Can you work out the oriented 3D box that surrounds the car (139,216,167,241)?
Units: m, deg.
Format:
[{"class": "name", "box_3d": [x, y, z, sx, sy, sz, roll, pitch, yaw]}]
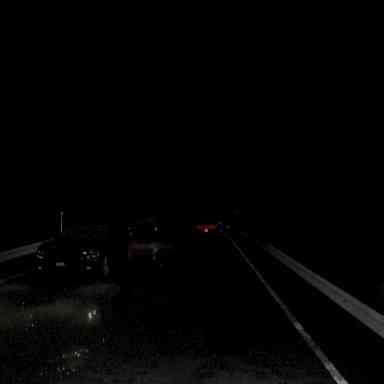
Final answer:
[{"class": "car", "box_3d": [-2.809, 2.323, 21.831, 1.882, 1.535, 5.008, 0, -4, 3]}]

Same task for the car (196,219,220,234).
[{"class": "car", "box_3d": [1.326, 3.245, 31.099, 1.895, 1.301, 4.718, 0, -5, 3]}]

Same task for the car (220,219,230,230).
[{"class": "car", "box_3d": [4.597, 4.219, 44.027, 4.181, 1.385, 1.994, 3, -4, -42]}]

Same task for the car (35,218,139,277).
[{"class": "car", "box_3d": [-3.311, 1.704, 11.091, 1.882, 1.535, 5.008, 0, -2, 2]}]
